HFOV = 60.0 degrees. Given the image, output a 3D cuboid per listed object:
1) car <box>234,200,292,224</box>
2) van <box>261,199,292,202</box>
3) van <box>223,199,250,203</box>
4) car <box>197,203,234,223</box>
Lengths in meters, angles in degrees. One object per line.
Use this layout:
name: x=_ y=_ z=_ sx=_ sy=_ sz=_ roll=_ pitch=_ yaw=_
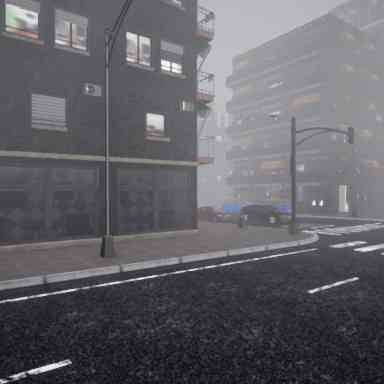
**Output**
car: x=6.018 y=1.733 z=27.074 sx=1.837 sy=1.490 sz=4.892 roll=0 pitch=0 yaw=-35
van: x=8.372 y=1.601 z=33.588 sx=1.690 sy=1.788 sz=3.998 roll=-1 pitch=0 yaw=-37
van: x=5.038 y=1.674 z=38.090 sx=1.690 sy=1.788 sz=3.998 roll=-1 pitch=0 yaw=-37
car: x=1.653 y=1.873 z=28.643 sx=1.802 sy=1.307 sz=4.206 roll=-1 pitch=0 yaw=-37
